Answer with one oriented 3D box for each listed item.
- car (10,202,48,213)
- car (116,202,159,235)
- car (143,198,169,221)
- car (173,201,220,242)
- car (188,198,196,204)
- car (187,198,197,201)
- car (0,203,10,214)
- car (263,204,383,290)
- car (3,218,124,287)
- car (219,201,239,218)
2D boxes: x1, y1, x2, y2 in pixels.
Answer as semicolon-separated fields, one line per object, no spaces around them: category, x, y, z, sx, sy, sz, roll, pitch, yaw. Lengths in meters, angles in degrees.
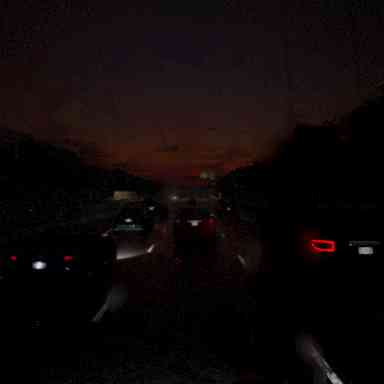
car;-17.588;1.908;36.672;1.837;1.490;4.892;0;-1;0
car;-3.498;1.666;20.626;2.033;1.649;4.856;0;-1;0
car;-3.497;1.571;31.658;2.150;2.045;5.566;0;-1;0
car;0.103;1.555;17.799;2.097;1.767;4.553;0;-1;-1
car;0.011;2.353;87.915;2.128;1.511;4.902;0;0;0
car;0.009;2.234;73.823;1.837;1.490;4.892;0;0;0
car;-21.080;1.938;39.869;1.837;1.490;4.892;0;-1;0
car;3.601;1.333;9.575;2.150;2.045;5.566;0;-1;0
car;-3.499;1.675;9.625;1.994;1.385;4.181;0;-1;0
car;3.603;1.733;34.770;2.097;1.767;4.553;0;-1;0
